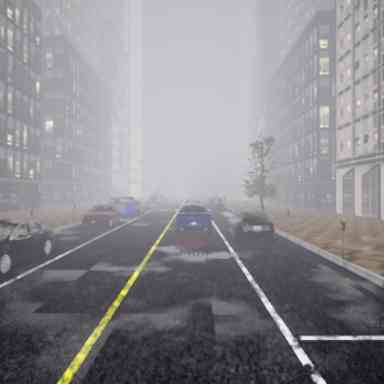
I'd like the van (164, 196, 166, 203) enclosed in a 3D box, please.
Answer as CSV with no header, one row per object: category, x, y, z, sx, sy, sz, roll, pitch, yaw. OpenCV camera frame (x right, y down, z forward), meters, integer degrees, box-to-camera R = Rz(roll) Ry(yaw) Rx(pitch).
van,-5.711,1.126,55.589,1.690,1.788,3.998,0,0,0

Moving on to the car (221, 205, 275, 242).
car,2.686,1.509,15.735,1.947,1.339,4.313,0,0,0

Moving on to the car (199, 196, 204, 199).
car,0.082,1.463,36.845,1.895,1.301,4.718,0,0,0

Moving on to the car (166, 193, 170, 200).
car,-5.714,1.327,61.282,1.947,1.339,4.313,0,0,0

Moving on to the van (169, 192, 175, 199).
van,-5.728,0.956,95.433,1.690,1.788,3.998,0,0,0

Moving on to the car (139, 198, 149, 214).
car,-5.702,1.459,32.821,1.802,1.307,4.206,0,0,0

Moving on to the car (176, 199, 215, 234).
car,0.091,1.408,18.956,1.882,1.535,5.008,0,0,0

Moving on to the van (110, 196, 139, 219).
van,-5.698,1.241,27.128,1.690,1.788,3.998,0,0,0

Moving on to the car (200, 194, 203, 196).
car,2.669,1.310,55.748,1.752,1.417,4.829,0,0,0

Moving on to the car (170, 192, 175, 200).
car,-5.724,1.191,83.879,1.752,1.417,4.829,0,0,0

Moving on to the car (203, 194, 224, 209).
car,2.677,1.296,38.501,1.967,1.590,4.097,0,0,0

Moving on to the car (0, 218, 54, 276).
car,-5.692,1.514,10.052,2.008,1.369,4.403,0,0,0

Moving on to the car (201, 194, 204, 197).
car,2.671,1.391,49.886,1.802,1.307,4.206,0,0,0

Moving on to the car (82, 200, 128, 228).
car,-5.697,1.466,21.436,1.887,1.381,4.507,0,0,0

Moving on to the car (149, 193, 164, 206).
car,-5.709,1.249,49.896,1.967,1.590,4.097,0,0,0
